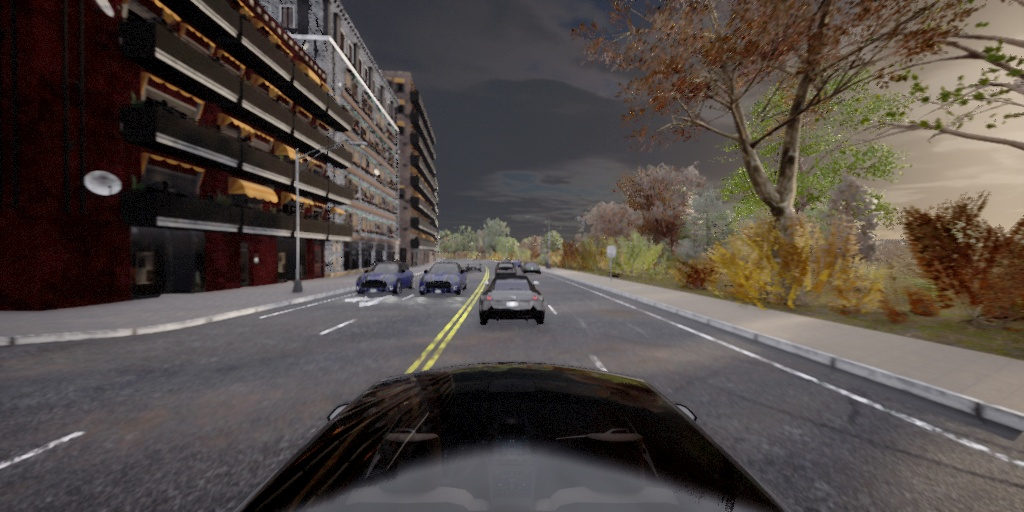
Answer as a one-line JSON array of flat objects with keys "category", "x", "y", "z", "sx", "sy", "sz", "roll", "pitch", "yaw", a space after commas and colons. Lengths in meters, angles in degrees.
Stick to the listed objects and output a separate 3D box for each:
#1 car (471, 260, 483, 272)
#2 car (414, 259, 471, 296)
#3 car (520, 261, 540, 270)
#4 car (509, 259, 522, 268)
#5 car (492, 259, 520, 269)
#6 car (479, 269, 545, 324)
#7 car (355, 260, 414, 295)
[{"category": "car", "x": -4.786, "y": 1.298, "z": 45.575, "sx": 1.837, "sy": 1.490, "sz": 4.892, "roll": 0, "pitch": -1, "yaw": -3}, {"category": "car", "x": -3.631, "y": 1.123, "z": 19.583, "sx": 2.097, "sy": 1.767, "sz": 4.553, "roll": 0, "pitch": 0, "yaw": -2}, {"category": "car", "x": 2.109, "y": 1.346, "z": 41.771, "sx": 1.994, "sy": 1.385, "sz": 4.181, "roll": 0, "pitch": 0, "yaw": -3}, {"category": "car", "x": 0.573, "y": 1.317, "z": 62.501, "sx": 1.812, "sy": 1.442, "sz": 4.674, "roll": 0, "pitch": 0, "yaw": -5}, {"category": "car", "x": -0.559, "y": 1.282, "z": 30.331, "sx": 1.837, "sy": 1.490, "sz": 4.892, "roll": 0, "pitch": 0, "yaw": -2}, {"category": "car", "x": -0.025, "y": 1.325, "z": 12.108, "sx": 1.994, "sy": 1.385, "sz": 4.181, "roll": 0, "pitch": 0, "yaw": -1}, {"category": "car", "x": -6.892, "y": 1.126, "z": 19.904, "sx": 2.097, "sy": 1.767, "sz": 4.553, "roll": 0, "pitch": 0, "yaw": -2}]
